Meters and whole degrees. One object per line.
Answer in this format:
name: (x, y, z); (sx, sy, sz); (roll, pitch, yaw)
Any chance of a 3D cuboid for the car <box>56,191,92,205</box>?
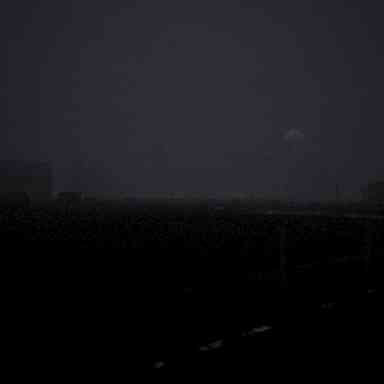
car: (-17.461, 0.911, 49.100); (5.566, 2.045, 2.150); (0, 0, 23)
